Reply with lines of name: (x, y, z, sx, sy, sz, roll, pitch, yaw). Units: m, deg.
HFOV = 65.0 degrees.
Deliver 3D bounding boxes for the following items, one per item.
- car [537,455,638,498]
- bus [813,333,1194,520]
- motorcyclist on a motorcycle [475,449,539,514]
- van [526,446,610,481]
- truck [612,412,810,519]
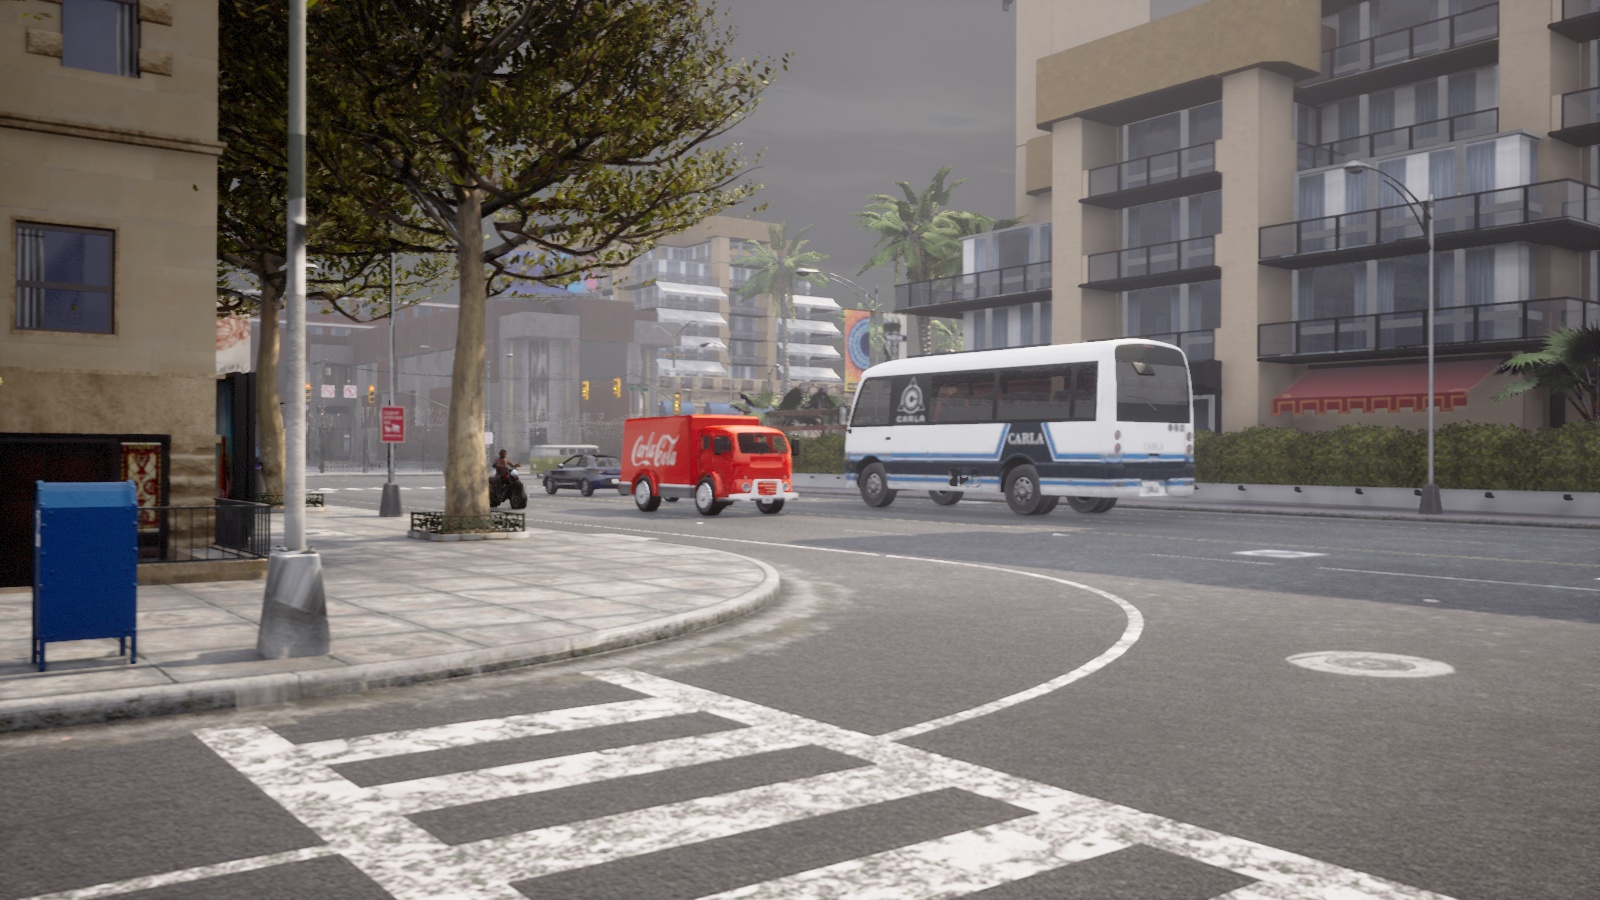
car: (-7.629, 0.915, 44.855, 1.816, 1.474, 4.193, 0, 0, -37)
bus: (5.044, -0.514, 33.830, 3.944, 4.253, 10.273, 0, 0, -37)
motorcyclist on a motorcycle: (-7.825, 0.812, 33.458, 0.766, 1.649, 2.350, 0, 0, -37)
van: (-13.501, 0.754, 73.213, 4.442, 1.987, 1.775, 0, 0, -36)
truck: (-2.364, 0.370, 32.026, 2.627, 2.467, 5.204, 0, 0, -37)
